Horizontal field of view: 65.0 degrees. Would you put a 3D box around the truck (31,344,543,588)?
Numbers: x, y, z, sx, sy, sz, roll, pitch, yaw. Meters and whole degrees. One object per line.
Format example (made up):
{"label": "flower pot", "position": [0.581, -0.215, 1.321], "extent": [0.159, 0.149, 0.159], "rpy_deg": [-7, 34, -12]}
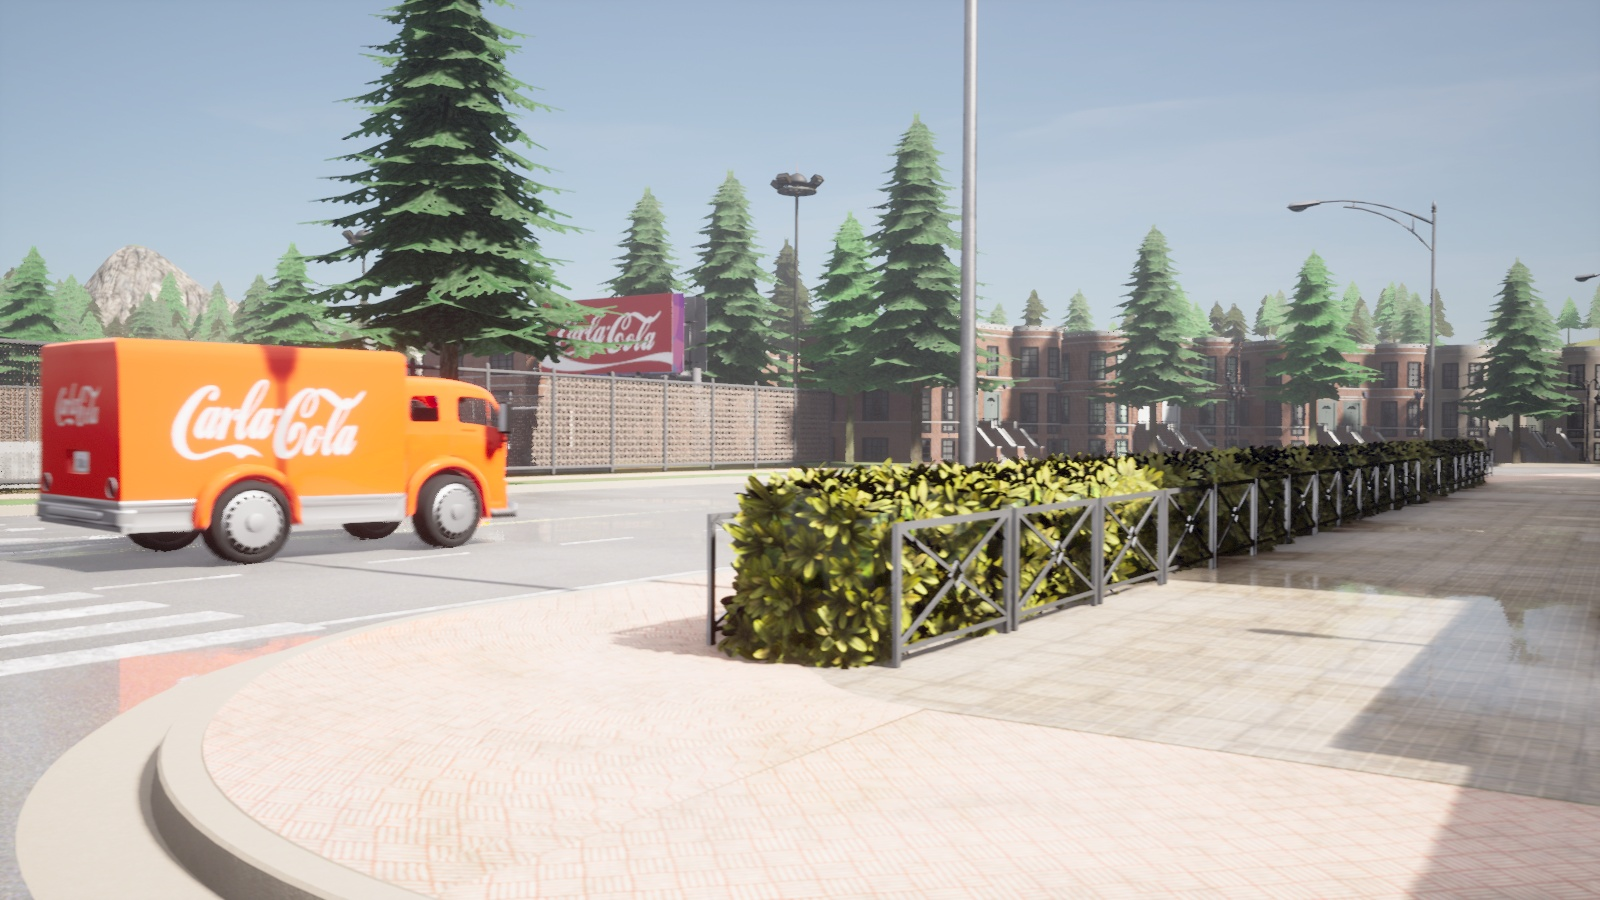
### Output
{"label": "truck", "position": [-6.101, 0.118, 15.506], "extent": [2.627, 2.467, 5.204], "rpy_deg": [0, 1, 41]}
